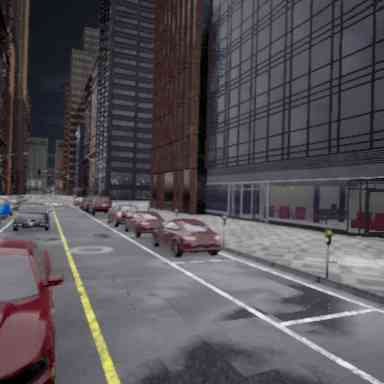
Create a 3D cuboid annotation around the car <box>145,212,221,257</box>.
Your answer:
[{"bbox_3d":[-0.319,1.704,13.254,1.802,1.307,4.206,2,-1,-24],"label":"car"}]

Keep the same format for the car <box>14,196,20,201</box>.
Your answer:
[{"bbox_3d":[-17.081,1.346,30.344,1.752,1.417,4.829,2,-1,-24],"label":"car"}]

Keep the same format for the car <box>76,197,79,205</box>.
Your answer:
[{"bbox_3d":[-13.856,1.624,44.243,1.947,1.339,4.313,2,-1,-24],"label":"car"}]

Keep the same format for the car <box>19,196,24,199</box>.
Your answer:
[{"bbox_3d":[-19.407,1.393,35.664,1.802,1.307,4.206,2,-1,-24],"label":"car"}]

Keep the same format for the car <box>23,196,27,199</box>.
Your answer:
[{"bbox_3d":[-21.663,1.368,40.830,1.947,1.339,4.313,2,-1,-24],"label":"car"}]

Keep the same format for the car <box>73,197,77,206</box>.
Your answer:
[{"bbox_3d":[-18.365,1.483,54.574,1.967,1.590,4.097,2,-1,-24],"label":"car"}]

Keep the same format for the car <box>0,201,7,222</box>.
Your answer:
[{"bbox_3d":[-12.638,1.423,20.169,1.802,1.307,4.206,2,-1,-24],"label":"car"}]

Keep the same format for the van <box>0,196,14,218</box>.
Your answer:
[{"bbox_3d":[-14.888,1.172,25.336,1.690,1.788,3.998,2,-1,-24],"label":"van"}]

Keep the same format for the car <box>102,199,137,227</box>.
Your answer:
[{"bbox_3d":[-4.828,1.538,23.586,1.967,1.590,4.097,2,-1,-24],"label":"car"}]

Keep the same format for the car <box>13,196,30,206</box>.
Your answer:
[{"bbox_3d":[-26.176,1.337,51.160,2.008,1.369,4.403,2,-1,-24],"label":"car"}]

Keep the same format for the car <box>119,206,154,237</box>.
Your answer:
[{"bbox_3d":[-2.575,1.692,18.420,1.802,1.307,4.206,2,-1,-24],"label":"car"}]

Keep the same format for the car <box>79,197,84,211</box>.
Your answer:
[{"bbox_3d":[-11.593,1.382,39.081,2.192,1.841,5.009,2,-1,-24],"label":"car"}]

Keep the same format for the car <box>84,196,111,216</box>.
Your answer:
[{"bbox_3d":[-9.337,1.392,33.916,2.192,1.841,5.009,2,-1,-24],"label":"car"}]

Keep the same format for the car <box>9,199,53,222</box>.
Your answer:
[{"bbox_3d":[-9.505,1.431,19.909,1.837,1.490,4.892,2,0,-24],"label":"car"}]

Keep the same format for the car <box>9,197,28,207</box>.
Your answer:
[{"bbox_3d":[-23.920,1.360,45.995,1.947,1.339,4.313,2,-1,-24],"label":"car"}]

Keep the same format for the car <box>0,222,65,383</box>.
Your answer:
[{"bbox_3d":[-2.894,1.441,4.530,1.882,1.535,5.008,2,-1,-24],"label":"car"}]
